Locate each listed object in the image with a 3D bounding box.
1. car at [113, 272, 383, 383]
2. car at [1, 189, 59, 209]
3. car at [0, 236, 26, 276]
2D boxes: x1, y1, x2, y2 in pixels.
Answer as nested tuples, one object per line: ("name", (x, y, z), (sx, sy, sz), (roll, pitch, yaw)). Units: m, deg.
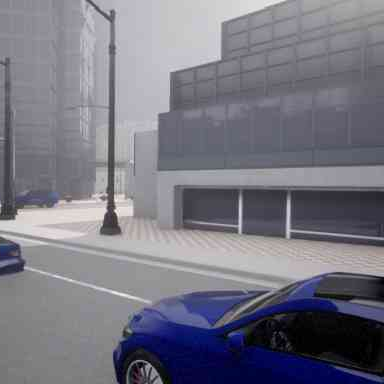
("car", (1.322, 1.517, 3.045), (4.674, 1.442, 1.812), (0, 0, 36))
("car", (-16.963, 0.670, 35.209), (2.150, 2.045, 5.566), (1, 1, 36))
("car", (-6.479, 1.436, 8.693), (5.357, 1.411, 2.033), (1, 1, 36))
